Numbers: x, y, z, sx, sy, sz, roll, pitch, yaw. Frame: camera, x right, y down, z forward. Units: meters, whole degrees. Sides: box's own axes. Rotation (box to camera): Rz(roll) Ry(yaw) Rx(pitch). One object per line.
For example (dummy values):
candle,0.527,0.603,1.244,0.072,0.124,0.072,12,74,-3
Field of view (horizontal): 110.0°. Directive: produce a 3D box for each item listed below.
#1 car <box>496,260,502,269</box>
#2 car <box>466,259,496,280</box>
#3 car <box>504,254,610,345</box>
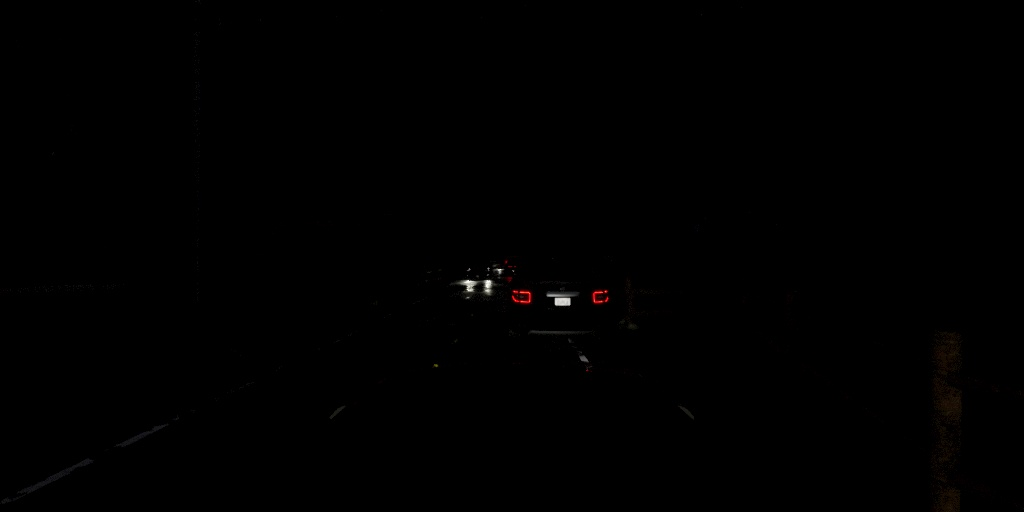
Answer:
car,-2.665,1.294,56.936,1.812,1.442,4.674,0,0,0
car,-2.802,1.103,31.553,2.097,1.767,4.553,0,0,0
car,0.978,0.972,9.582,2.150,2.045,5.566,0,0,0
